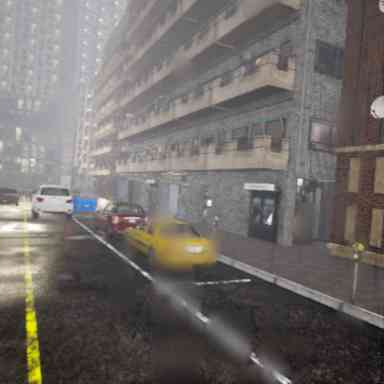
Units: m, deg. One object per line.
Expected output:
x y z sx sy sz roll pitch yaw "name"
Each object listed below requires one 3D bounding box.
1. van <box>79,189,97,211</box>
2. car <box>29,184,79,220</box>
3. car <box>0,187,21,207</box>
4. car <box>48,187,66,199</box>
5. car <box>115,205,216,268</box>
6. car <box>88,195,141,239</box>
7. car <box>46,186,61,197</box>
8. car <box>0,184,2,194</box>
-8.410 0.706 25.625 1.690 1.788 3.998 3 0 -27 "van"
-8.924 0.560 21.157 2.150 2.045 5.566 4 0 -27 "car"
-15.477 0.350 27.836 1.882 1.535 5.008 4 0 -27 "car"
-18.459 0.173 45.410 1.887 1.381 4.507 3 0 -27 "car"
-0.969 1.435 10.940 1.752 1.417 4.829 3 0 -27 "car"
-3.397 1.172 15.734 1.967 1.590 4.097 3 0 -27 "car"
-21.044 -0.036 50.507 1.752 1.417 4.829 3 0 -27 "car"
-27.967 -0.487 46.766 1.887 1.381 4.507 3 0 -27 "car"
